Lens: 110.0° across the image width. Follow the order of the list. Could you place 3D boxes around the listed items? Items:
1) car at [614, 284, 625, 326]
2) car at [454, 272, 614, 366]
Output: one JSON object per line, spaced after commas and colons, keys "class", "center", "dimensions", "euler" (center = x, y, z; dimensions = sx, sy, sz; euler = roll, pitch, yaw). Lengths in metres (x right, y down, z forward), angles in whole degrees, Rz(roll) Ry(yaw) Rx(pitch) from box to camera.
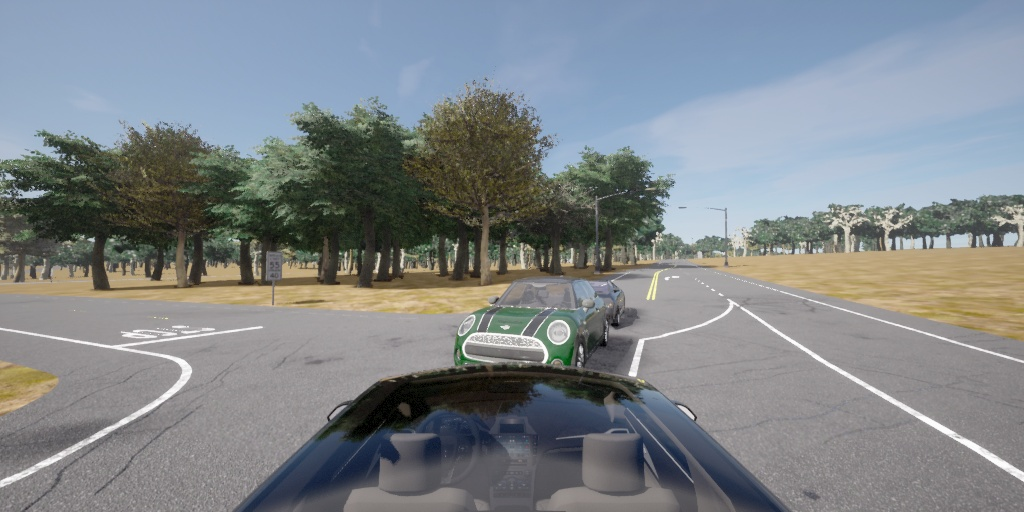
{"class": "car", "center": [2.916, 1.554, 12.873], "dimensions": [1.994, 1.385, 4.181], "euler": [-2, 0, 22]}
{"class": "car", "center": [0.687, 1.222, 7.442], "dimensions": [2.097, 1.767, 4.553], "euler": [-1, -2, 22]}
